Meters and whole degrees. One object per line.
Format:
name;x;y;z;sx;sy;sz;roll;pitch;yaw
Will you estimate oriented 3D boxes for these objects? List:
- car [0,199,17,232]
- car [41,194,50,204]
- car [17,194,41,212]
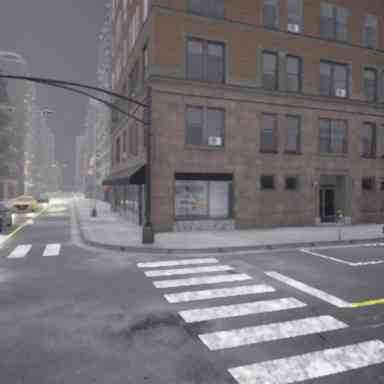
car;-11.071;1.325;18.136;1.812;1.442;4.674;0;1;-20
car;-22.709;1.061;50.367;1.994;1.385;4.181;0;0;-20
car;-16.368;1.139;32.695;1.882;1.535;5.008;0;0;-20
